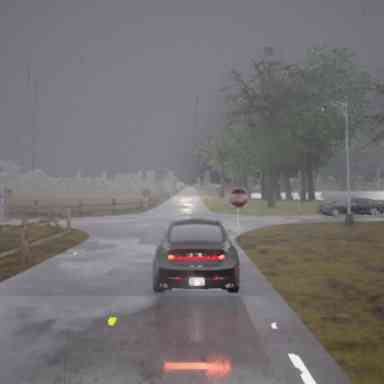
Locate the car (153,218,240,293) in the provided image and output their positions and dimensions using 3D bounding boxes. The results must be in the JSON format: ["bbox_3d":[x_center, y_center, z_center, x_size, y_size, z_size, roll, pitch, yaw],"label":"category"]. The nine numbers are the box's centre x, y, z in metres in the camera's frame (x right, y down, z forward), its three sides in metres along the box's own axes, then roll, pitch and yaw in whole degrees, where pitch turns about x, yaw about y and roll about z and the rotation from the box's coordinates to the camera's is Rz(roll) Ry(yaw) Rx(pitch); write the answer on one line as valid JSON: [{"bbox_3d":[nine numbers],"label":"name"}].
[{"bbox_3d":[0.096,1.446,8.691,1.837,1.490,4.892,0,0,0],"label":"car"}]

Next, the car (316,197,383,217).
[{"bbox_3d":[12.218,1.148,25.833,4.892,1.490,1.837,-1,-1,0],"label":"car"}]
